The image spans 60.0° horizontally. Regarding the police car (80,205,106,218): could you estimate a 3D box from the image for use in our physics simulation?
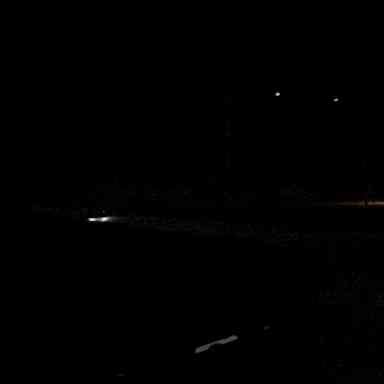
[{"bbox_3d":[-12.572,2.433,42.029,2.038,1.542,4.974,-2,0,-36],"label":"police car"}]
